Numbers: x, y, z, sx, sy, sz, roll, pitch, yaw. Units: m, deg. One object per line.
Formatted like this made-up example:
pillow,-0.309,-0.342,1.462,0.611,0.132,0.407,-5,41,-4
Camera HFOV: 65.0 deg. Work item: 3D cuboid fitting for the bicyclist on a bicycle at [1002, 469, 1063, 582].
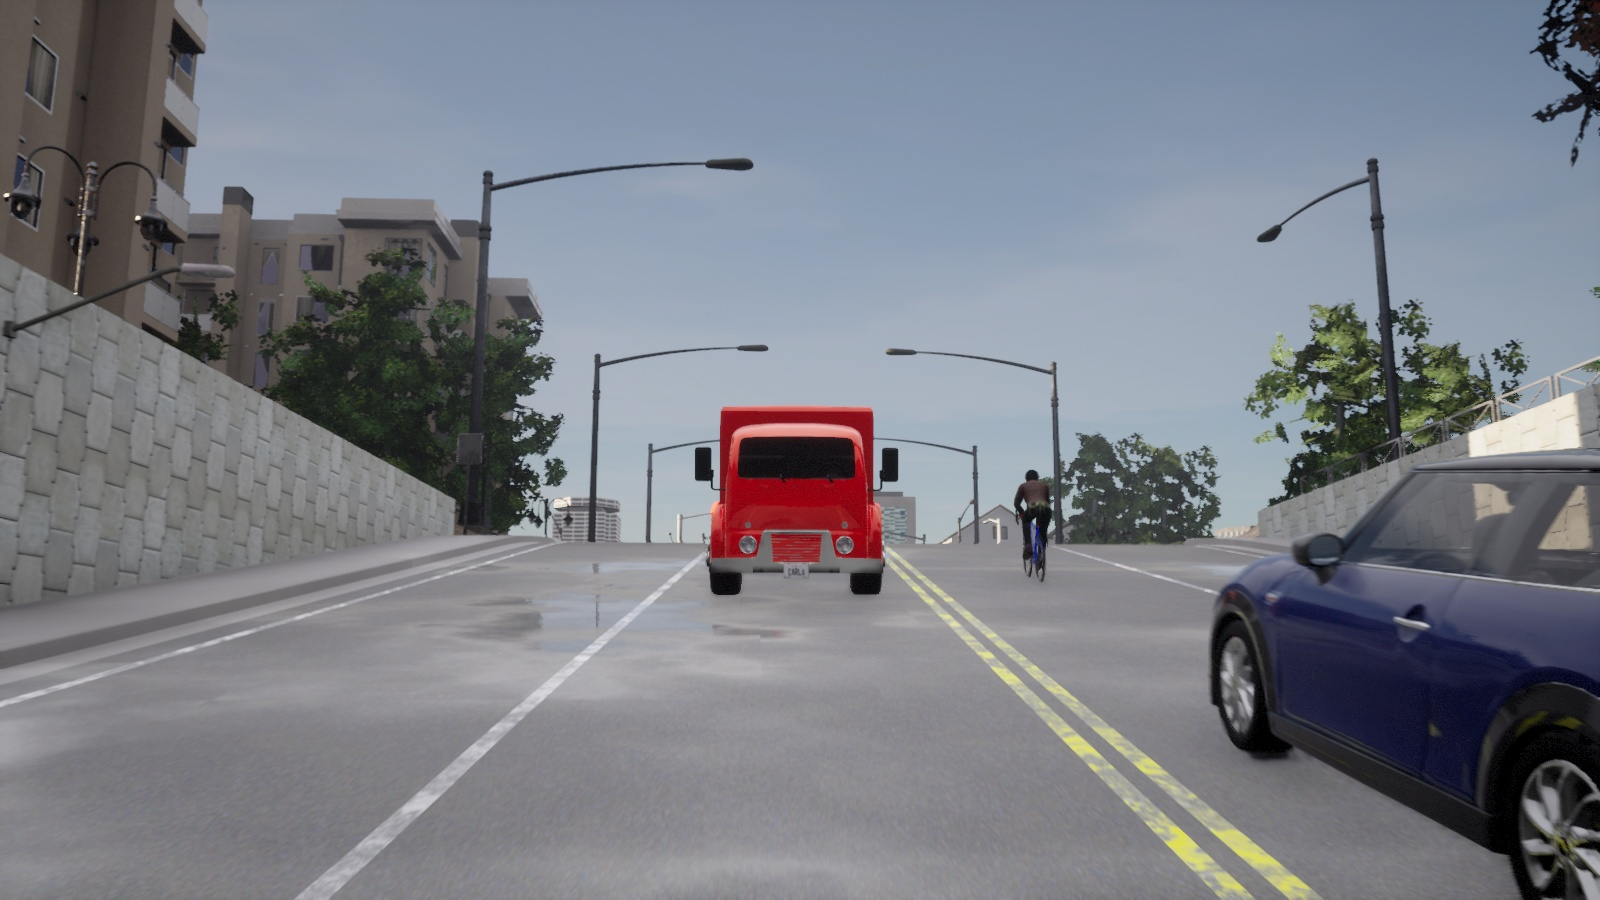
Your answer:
bicyclist on a bicycle,3.452,1.101,18.776,0.582,1.620,1.656,0,-2,0

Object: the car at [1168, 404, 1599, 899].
car,3.484,0.780,5.980,2.097,1.767,4.553,0,-1,0

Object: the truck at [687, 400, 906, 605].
truck,-0.047,0.656,17.752,2.627,2.467,5.204,0,-1,0
